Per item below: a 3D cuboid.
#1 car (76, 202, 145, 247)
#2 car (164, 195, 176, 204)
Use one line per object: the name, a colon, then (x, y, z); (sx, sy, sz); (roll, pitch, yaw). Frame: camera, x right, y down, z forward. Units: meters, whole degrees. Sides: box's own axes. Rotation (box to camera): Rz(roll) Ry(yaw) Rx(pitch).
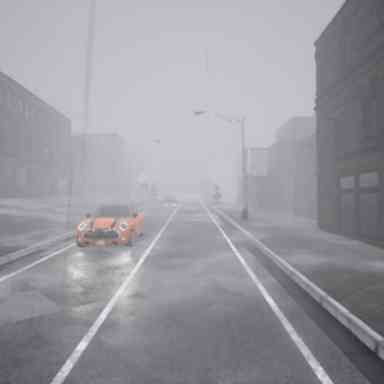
car: (-3.338, 1.260, 14.345); (2.097, 1.767, 4.553); (0, 0, 0)
car: (-3.553, 1.205, 55.210); (2.033, 1.411, 5.357); (0, 0, 0)
